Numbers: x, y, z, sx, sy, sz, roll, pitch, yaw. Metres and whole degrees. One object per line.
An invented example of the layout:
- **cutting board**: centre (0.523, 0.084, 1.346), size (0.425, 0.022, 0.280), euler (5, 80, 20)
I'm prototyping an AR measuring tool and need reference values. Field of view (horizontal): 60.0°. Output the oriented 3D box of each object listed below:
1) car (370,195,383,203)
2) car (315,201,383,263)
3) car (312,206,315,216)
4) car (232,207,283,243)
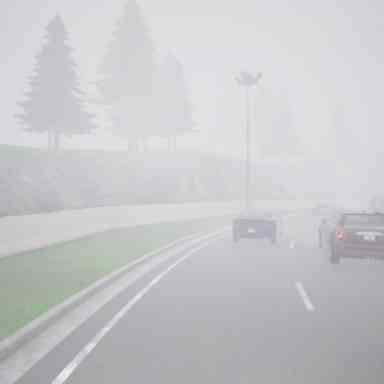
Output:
- **car**: centre (19.562, 1.314, 33.244), size (5.566, 2.045, 2.150), euler (0, 0, -42)
- **car**: centre (5.814, 1.376, 11.882), size (2.097, 1.767, 4.553), euler (1, 0, 15)
- **car**: centre (13.180, 1.608, 32.053), size (1.994, 1.385, 4.181), euler (0, 0, 42)
- **car**: centre (3.329, 1.473, 16.279), size (1.882, 1.535, 5.008), euler (0, 0, 20)
